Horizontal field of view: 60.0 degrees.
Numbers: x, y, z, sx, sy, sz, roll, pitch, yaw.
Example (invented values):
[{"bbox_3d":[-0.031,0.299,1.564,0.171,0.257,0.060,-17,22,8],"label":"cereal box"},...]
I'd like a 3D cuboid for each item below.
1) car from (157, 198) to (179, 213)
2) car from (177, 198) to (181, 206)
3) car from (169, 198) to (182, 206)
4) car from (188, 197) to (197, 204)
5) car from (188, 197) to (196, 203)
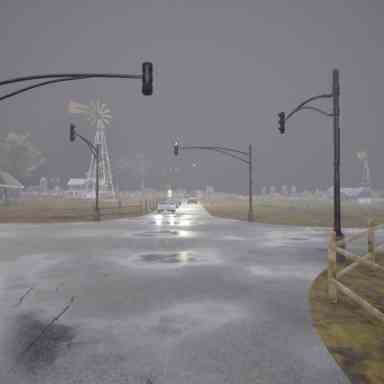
[{"bbox_3d":[-2.873,1.691,38.243,1.895,1.301,4.718,0,0,0],"label":"car"},{"bbox_3d":[-2.869,1.644,48.626,1.837,1.490,4.892,0,0,0],"label":"car"},{"bbox_3d":[-2.854,1.746,59.191,2.033,1.411,5.357,0,0,0],"label":"car"},{"bbox_3d":[0.044,1.786,68.922,1.812,1.442,4.674,0,0,0],"label":"car"},{"bbox_3d":[-0.056,1.860,79.208,1.812,1.442,4.674,0,0,0],"label":"car"}]
